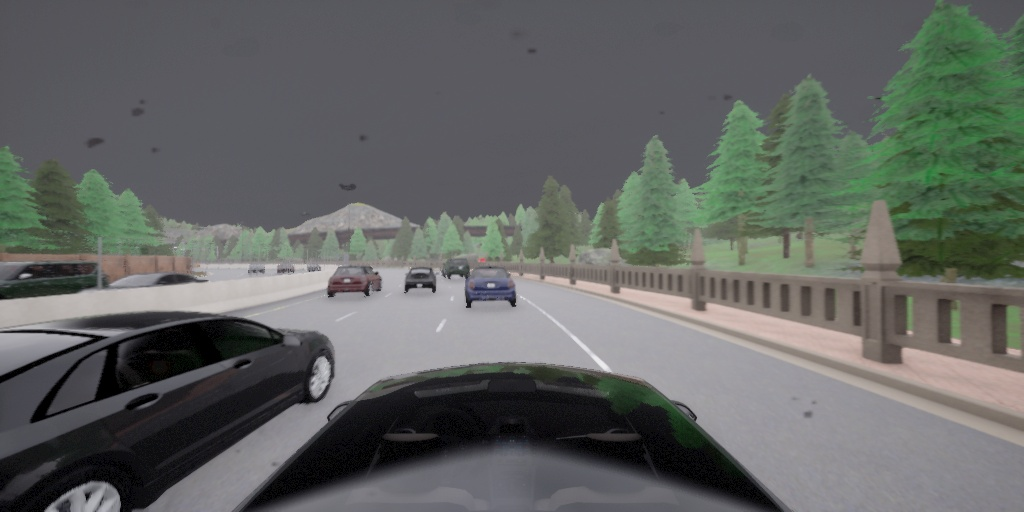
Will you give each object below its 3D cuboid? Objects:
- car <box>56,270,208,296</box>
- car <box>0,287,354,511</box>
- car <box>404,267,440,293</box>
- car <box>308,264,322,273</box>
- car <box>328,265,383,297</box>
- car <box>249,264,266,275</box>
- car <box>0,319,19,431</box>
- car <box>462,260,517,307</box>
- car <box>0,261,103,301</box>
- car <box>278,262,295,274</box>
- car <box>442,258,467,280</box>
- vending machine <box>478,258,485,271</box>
[{"bbox_3d":[-15.182,1.441,15.047,1.882,1.535,5.008,0,0,-9],"label":"car"},{"bbox_3d":[-3.554,1.296,3.521,1.837,1.490,4.892,0,0,-1],"label":"car"},{"bbox_3d":[-5.685,1.440,22.630,1.837,1.490,4.892,0,0,-11],"label":"car"},{"bbox_3d":[-29.597,1.885,53.650,2.033,1.411,5.357,0,0,-32],"label":"car"},{"bbox_3d":[-8.839,1.299,20.537,2.097,1.767,4.553,0,0,-10],"label":"car"},{"bbox_3d":[-37.165,1.868,52.382,1.882,1.535,5.008,0,0,-34],"label":"car"},{"bbox_3d":[-6.983,1.410,2.026,1.895,1.301,4.718,0,0,0],"label":"car"},{"bbox_3d":[-1.082,1.208,16.404,2.097,1.767,4.553,0,0,-7],"label":"car"},{"bbox_3d":[-18.447,1.199,13.381,2.150,2.045,5.566,0,0,-8],"label":"car"},{"bbox_3d":[-32.796,1.706,52.132,2.097,1.767,4.553,0,0,-32],"label":"car"},{"bbox_3d":[-5.668,1.246,36.159,2.150,2.045,5.566,0,0,-18],"label":"car"},{"bbox_3d":[-4.483,1.329,53.977,1.100,2.100,0.880,0,0,-27],"label":"vending machine"}]
